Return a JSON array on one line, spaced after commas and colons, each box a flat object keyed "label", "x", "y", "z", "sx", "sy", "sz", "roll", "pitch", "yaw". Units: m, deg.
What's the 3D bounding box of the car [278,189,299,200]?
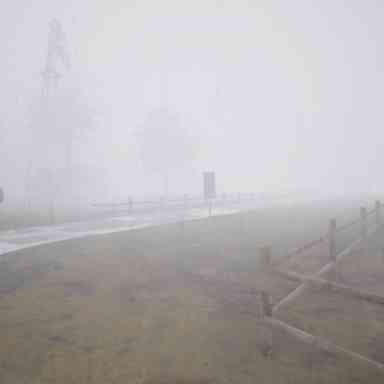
[{"label": "car", "x": 14.451, "y": 0.301, "z": 49.526, "sx": 1.882, "sy": 1.535, "sz": 5.008, "roll": -1, "pitch": 1, "yaw": 35}]
